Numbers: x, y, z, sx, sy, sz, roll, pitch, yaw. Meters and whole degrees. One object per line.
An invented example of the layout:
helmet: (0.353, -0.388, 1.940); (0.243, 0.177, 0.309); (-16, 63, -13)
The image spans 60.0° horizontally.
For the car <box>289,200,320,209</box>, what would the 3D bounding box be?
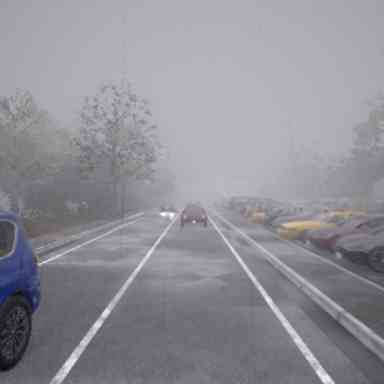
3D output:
car: (20.306, 2.248, 60.250); (5.008, 1.535, 2.097); (0, -1, 0)

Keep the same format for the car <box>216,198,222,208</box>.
car: (7.225, 2.186, 57.598); (5.008, 1.535, 2.097); (0, -1, 0)

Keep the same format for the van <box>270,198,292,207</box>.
van: (20.500, 2.445, 76.863); (4.442, 1.987, 1.878); (0, -2, 0)

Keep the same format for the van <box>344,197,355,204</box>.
van: (20.332, 1.550, 37.990); (4.442, 1.987, 1.878); (0, 0, 0)

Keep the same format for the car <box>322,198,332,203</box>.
car: (20.244, 1.846, 43.509); (5.008, 1.535, 2.097); (0, -1, 0)

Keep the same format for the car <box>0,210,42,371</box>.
car: (-3.347, 1.239, 2.802); (2.150, 2.045, 5.566); (0, 0, 0)

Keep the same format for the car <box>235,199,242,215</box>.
car: (7.107, 1.737, 32.637); (5.008, 1.535, 2.097); (0, 0, 0)

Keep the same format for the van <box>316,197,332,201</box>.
van: (20.134, 1.687, 46.284); (4.442, 1.987, 1.878); (0, -1, 0)

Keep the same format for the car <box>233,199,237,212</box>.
car: (7.127, 1.799, 35.412); (4.674, 1.452, 2.002); (0, 0, 0)

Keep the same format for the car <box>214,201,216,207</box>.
car: (7.285, 2.416, 65.922); (4.792, 1.488, 2.163); (0, -1, 0)

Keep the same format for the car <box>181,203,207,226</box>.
car: (0.145, 1.780, 25.067); (1.895, 1.301, 4.718); (0, -1, 0)

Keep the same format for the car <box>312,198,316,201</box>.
car: (20.078, 1.976, 49.046); (5.366, 1.575, 1.946); (0, -1, 0)

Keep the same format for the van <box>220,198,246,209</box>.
van: (7.348, 2.027, 60.378); (4.442, 1.987, 1.878); (0, -1, 0)

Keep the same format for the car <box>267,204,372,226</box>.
car: (7.059, 1.628, 18.756); (4.892, 1.521, 2.231); (0, 0, 0)

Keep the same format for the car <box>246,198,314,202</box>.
car: (7.057, 1.567, 27.086); (4.553, 1.767, 2.185); (0, 0, 0)

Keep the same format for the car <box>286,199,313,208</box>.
car: (20.291, 2.186, 62.898); (4.553, 1.767, 2.185); (0, -1, 0)

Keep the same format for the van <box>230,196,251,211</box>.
van: (7.020, 1.555, 38.191); (4.442, 1.987, 1.878); (0, 0, 0)

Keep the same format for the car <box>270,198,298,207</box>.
car: (20.398, 2.333, 73.974); (5.566, 2.045, 2.435); (0, -2, 0)

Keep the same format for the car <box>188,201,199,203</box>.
car: (0.189, 1.880, 41.579); (2.128, 1.511, 4.902); (0, -1, 0)

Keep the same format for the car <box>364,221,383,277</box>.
car: (6.976, 1.569, 7.652); (4.792, 1.488, 2.163); (0, 0, 0)

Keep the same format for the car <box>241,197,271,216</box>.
car: (7.069, 1.589, 29.862); (4.553, 1.767, 2.185); (0, 0, 0)

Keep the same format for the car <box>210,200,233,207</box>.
car: (7.130, 2.765, 79.785); (5.366, 1.575, 1.946); (0, -2, 0)

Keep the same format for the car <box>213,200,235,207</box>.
car: (7.309, 2.679, 77.016); (4.892, 1.521, 2.231); (0, -2, 0)

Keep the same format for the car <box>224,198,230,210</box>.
car: (7.176, 1.551, 40.967); (5.566, 2.045, 2.435); (0, 0, 0)

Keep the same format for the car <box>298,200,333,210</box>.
car: (20.281, 2.113, 54.585); (4.892, 1.521, 2.231); (0, -1, 0)

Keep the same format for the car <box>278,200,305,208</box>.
car: (20.340, 2.445, 68.433); (4.892, 1.521, 2.231); (0, -1, 0)

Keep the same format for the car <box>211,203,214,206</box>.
car: (7.239, 2.201, 68.705); (5.566, 2.045, 2.435); (0, -1, 0)

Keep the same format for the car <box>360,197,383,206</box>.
car: (20.164, 1.482, 32.575); (5.566, 2.045, 2.435); (0, 0, 0)

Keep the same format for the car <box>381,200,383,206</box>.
car: (20.174, 1.710, 29.678); (5.008, 1.535, 2.097); (0, 0, 0)

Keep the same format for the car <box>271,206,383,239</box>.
car: (6.855, 1.602, 15.981); (5.366, 1.575, 1.946); (0, 0, 0)

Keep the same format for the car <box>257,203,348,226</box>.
car: (7.058, 1.650, 21.532); (4.892, 1.521, 2.231); (0, 0, 0)

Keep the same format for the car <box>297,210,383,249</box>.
car: (7.000, 1.613, 13.204); (4.792, 1.488, 2.163); (0, 0, 0)

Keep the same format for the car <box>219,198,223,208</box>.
car: (7.166, 2.083, 52.048); (4.792, 1.488, 2.163); (0, -1, 0)

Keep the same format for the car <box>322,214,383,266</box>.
car: (6.988, 1.591, 10.428); (4.792, 1.488, 2.163); (0, 0, 0)

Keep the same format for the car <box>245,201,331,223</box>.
car: (6.891, 1.668, 24.309); (5.366, 1.575, 1.946); (0, 0, 0)

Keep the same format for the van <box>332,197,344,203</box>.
van: (20.111, 1.573, 40.894); (4.442, 1.987, 1.878); (0, -1, 0)

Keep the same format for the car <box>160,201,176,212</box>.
car: (-3.231, 1.949, 45.626); (2.128, 1.511, 4.902); (0, -1, 0)

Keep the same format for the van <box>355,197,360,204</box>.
van: (20.321, 1.529, 35.345); (4.442, 1.987, 1.878); (0, 0, 0)

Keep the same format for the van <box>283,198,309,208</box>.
van: (20.451, 2.152, 65.668); (4.442, 1.987, 1.878); (0, -1, 0)

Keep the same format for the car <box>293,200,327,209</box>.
car: (20.294, 2.178, 57.355); (5.008, 1.535, 2.097); (0, -1, 0)
